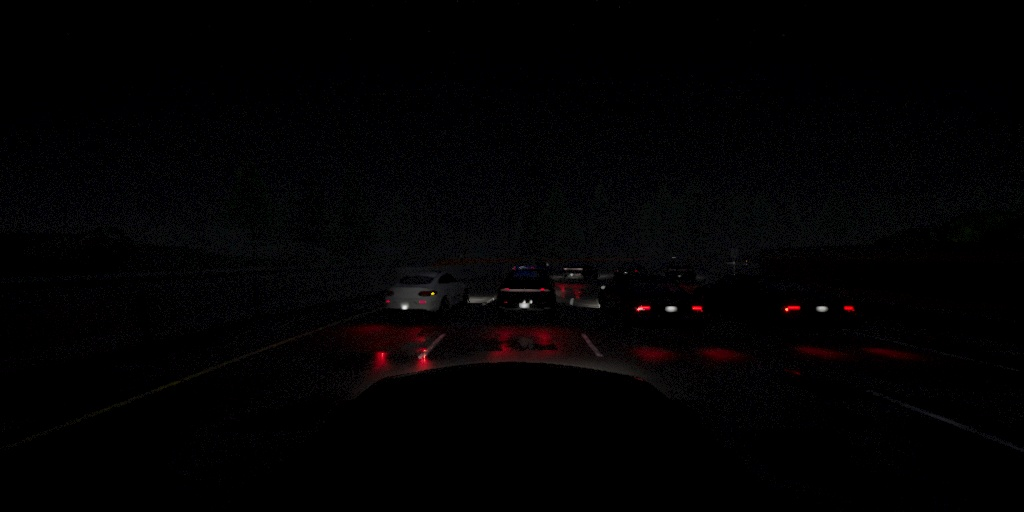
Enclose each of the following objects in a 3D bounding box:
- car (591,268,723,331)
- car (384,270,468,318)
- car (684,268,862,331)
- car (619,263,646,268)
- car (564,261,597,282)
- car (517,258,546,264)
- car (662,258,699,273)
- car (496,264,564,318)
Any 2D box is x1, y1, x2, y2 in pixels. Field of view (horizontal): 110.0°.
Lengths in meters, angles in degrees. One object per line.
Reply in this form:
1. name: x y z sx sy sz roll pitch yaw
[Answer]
1. car: 3.877 1.262 10.790 2.033 1.411 5.357 0 0 5
2. car: -2.877 1.233 12.765 1.812 1.442 4.674 0 0 6
3. car: 7.384 1.262 10.796 2.033 1.411 5.357 0 0 5
4. car: 9.231 1.211 27.614 1.994 1.385 4.181 0 0 29
5. car: 5.394 1.138 27.871 2.128 1.511 4.902 0 0 27
6. car: 1.780 0.997 28.410 2.097 1.767 4.553 0 0 25
7. car: 12.477 1.145 26.298 2.128 1.511 4.902 0 0 29
8. car: 0.627 1.199 12.745 2.128 1.511 4.902 0 0 7
